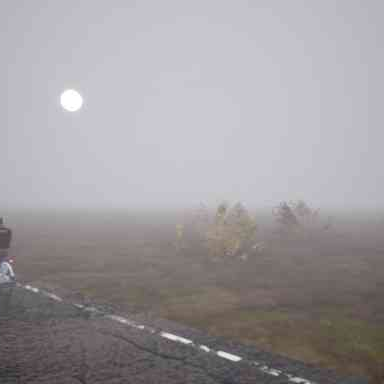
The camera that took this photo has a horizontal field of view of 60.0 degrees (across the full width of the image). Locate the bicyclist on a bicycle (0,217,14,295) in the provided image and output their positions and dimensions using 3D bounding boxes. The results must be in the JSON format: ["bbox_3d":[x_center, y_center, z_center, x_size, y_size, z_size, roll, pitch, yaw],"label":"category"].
[{"bbox_3d":[-4.640,1.455,7.854,1.843,1.776,0.659,0,-1,38],"label":"bicyclist on a bicycle"}]
